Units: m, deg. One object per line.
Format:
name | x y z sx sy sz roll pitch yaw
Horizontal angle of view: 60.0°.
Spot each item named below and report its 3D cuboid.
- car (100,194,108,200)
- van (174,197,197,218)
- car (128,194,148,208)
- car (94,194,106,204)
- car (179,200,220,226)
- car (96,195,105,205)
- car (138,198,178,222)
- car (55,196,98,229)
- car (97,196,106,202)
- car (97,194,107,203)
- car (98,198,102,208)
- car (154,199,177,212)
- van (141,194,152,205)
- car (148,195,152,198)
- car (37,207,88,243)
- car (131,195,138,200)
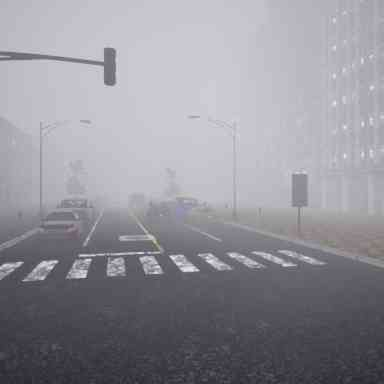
car | -24.268 1.466 91.567 1.967 1.590 4.097 0 0 -13
van | -0.643 1.348 28.726 1.690 1.788 3.998 0 0 -13
car | -8.253 1.236 49.427 2.150 2.045 5.566 0 0 -13
car | -17.820 1.331 64.571 2.192 1.841 5.009 0 0 -13
car | 0.605 1.531 23.491 1.752 1.417 4.829 0 0 -13
car | -13.913 1.536 48.208 1.752 1.417 4.829 0 0 -13
car | -2.835 1.497 26.732 2.128 1.511 4.902 0 0 -13
car | -7.504 1.319 21.377 2.192 1.841 5.009 0 0 -13
car | -20.361 1.545 75.204 1.752 1.417 4.829 0 0 -13
car | -16.532 1.565 59.171 2.008 1.369 4.403 0 0 -13
car | -10.085 1.558 32.175 2.008 1.369 4.403 0 0 -13
car | -3.224 1.560 39.523 2.008 1.369 4.403 0 0 -13
van | -8.379 1.356 61.121 1.690 1.788 3.998 0 0 -13
car | -5.802 1.578 50.322 1.947 1.339 4.313 0 0 -13
car | -6.216 1.585 15.978 1.802 1.307 4.206 0 0 -13
car | -16.157 1.552 93.681 1.752 1.417 4.829 0 0 -13
